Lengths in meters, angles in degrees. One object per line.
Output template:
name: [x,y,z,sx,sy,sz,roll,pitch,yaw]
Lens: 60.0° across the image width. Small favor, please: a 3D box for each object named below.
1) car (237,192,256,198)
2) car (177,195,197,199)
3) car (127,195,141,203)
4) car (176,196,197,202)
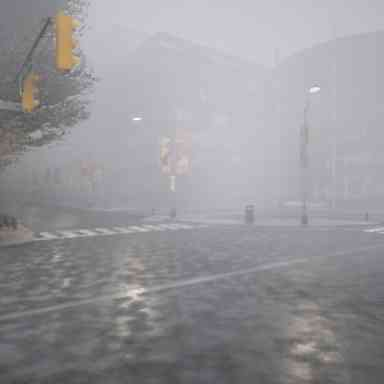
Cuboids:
car: [13.320,0.958,81.296,2.435,2.045,5.566,0,0,-36]
car: [-0.364,1.280,55.863,2.002,1.452,4.674,0,0,-36]
car: [-10.843,1.378,63.344,2.161,1.482,4.786,0,0,-36]
car: [-1.193,1.414,69.796,1.895,1.301,4.718,0,0,-36]
